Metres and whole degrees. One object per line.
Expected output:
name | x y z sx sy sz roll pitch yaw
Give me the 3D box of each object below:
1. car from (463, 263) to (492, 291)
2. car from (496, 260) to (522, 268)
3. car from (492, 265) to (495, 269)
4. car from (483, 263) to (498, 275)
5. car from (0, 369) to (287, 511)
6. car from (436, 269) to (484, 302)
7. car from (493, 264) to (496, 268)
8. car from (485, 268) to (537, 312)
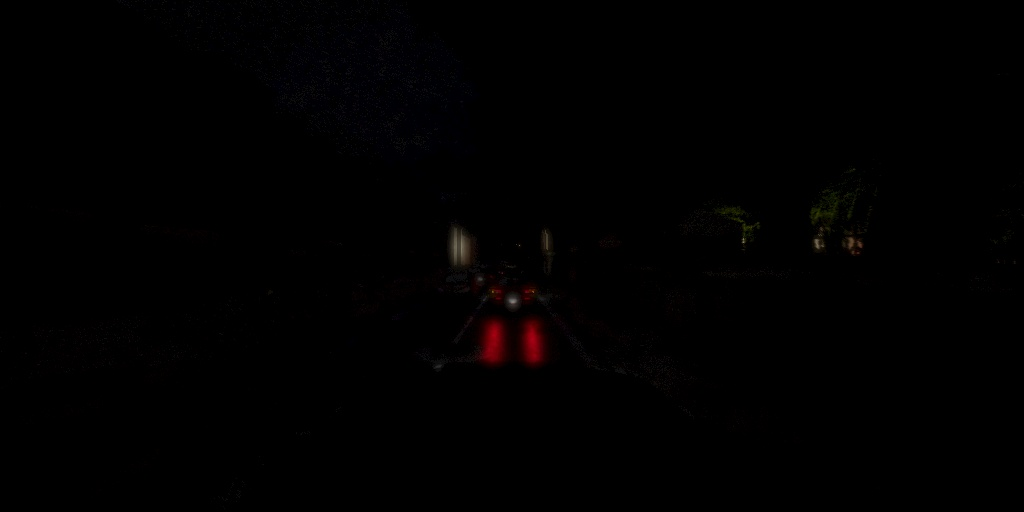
car | -2.632 1.429 23.680 1.967 1.591 4.097 0 0 0
car | 0.049 1.400 29.101 2.097 1.767 4.553 0 -1 1
car | -2.631 1.633 29.355 1.802 1.307 4.207 0 0 0
car | -3.008 1.787 50.411 1.837 1.490 4.892 0 -1 0
car | -2.638 1.287 0.980 1.888 1.381 4.507 0 0 0
car | -2.634 1.509 18.005 1.802 1.307 4.207 0 0 0
car | -3.004 1.683 43.412 1.882 1.535 5.008 0 -1 0
car | 0.052 1.418 14.896 1.812 1.442 4.674 0 0 1
